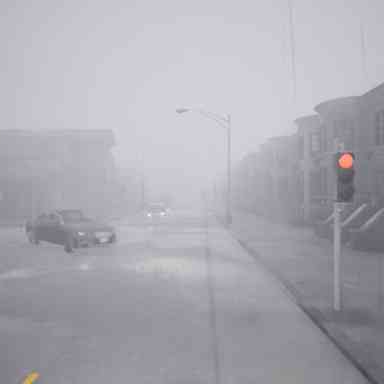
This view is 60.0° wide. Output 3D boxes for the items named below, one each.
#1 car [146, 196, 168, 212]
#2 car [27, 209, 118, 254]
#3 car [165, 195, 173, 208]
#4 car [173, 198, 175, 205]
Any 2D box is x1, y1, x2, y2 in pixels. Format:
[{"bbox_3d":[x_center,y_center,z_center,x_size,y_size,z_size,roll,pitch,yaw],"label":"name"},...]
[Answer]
[{"bbox_3d":[-4.158,1.526,39.433,1.812,1.442,4.674,0,0,-1],"label":"car"},{"bbox_3d":[-5.052,1.492,13.743,4.902,1.511,2.128,0,-1,40],"label":"car"},{"bbox_3d":[-4.160,1.505,48.619,1.837,1.490,4.892,0,0,0],"label":"car"},{"bbox_3d":[-4.143,1.352,58.411,2.097,1.767,4.553,0,0,0],"label":"car"}]
